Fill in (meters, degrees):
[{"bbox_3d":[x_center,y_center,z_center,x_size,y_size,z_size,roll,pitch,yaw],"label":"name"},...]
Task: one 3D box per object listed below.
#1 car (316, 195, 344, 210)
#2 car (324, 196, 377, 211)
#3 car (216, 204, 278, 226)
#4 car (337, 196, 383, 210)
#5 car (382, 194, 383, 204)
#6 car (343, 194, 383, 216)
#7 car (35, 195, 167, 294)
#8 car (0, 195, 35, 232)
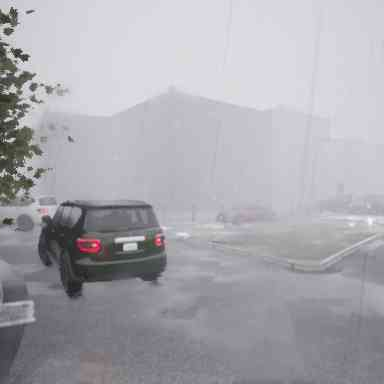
[{"bbox_3d":[15.859,1.153,36.147,2.185,1.767,4.553,-1,0,-39],"label":"car"},{"bbox_3d":[17.970,1.253,37.931,2.097,1.535,5.008,-1,0,-39],"label":"car"},{"bbox_3d":[3.751,1.507,22.744,4.181,1.385,1.994,-1,0,-24],"label":"car"},{"bbox_3d":[20.104,1.264,39.675,2.002,1.452,4.674,-1,1,-39],"label":"car"},{"bbox_3d":[30.873,1.050,48.290,1.946,1.575,5.366,-1,1,-39],"label":"car"},{"bbox_3d":[16.369,1.179,30.774,4.553,1.767,2.097,-1,1,-39],"label":"car"},{"bbox_3d":[-2.695,1.214,9.159,2.150,2.045,5.566,0,0,-32],"label":"car"},{"bbox_3d":[-10.635,1.202,19.905,5.566,2.045,2.150,0,0,11],"label":"car"}]
